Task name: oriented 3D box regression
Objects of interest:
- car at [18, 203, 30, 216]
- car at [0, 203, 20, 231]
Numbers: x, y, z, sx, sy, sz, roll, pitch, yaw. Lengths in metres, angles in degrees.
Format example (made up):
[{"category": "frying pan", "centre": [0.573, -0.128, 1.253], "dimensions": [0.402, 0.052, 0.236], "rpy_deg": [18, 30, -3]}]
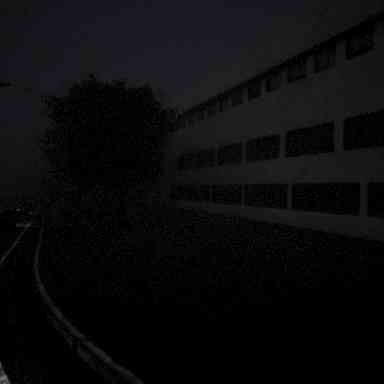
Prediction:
[{"category": "car", "centre": [-20.239, 1.982, 39.050], "dimensions": [2.033, 1.411, 5.357], "rpy_deg": [1, 0, -23]}, {"category": "car", "centre": [-13.050, 1.751, 22.406], "dimensions": [1.882, 1.535, 5.008], "rpy_deg": [1, -1, -23]}]
